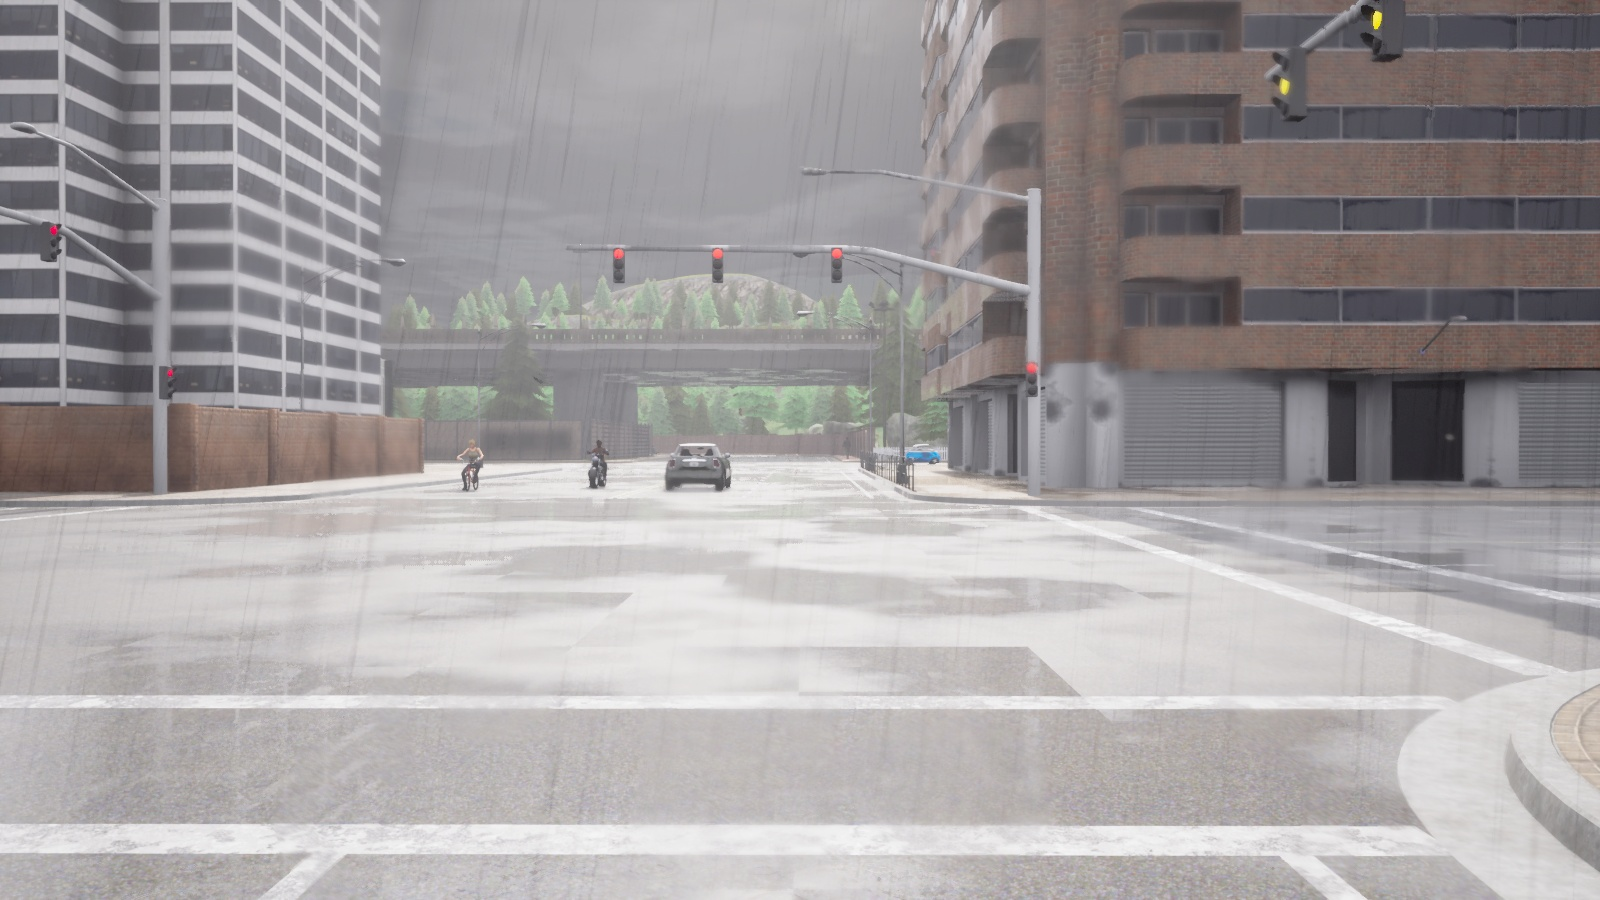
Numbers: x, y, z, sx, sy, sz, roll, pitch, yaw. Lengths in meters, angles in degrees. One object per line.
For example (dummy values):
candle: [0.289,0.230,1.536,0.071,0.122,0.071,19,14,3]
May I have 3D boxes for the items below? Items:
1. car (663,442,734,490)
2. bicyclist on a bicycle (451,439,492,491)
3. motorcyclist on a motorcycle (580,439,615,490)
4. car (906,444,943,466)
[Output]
car: [-3.262,0.479,40.875,1.970,1.475,3.806,0,0,1]
bicyclist on a bicycle: [-10.263,0.453,39.234,0.866,1.612,1.509,0,0,1]
motorcyclist on a motorcycle: [-6.752,0.454,42.021,0.766,1.649,2.350,0,0,0]
car: [7.987,0.299,80.590,2.207,1.376,1.481,-1,0,0]
